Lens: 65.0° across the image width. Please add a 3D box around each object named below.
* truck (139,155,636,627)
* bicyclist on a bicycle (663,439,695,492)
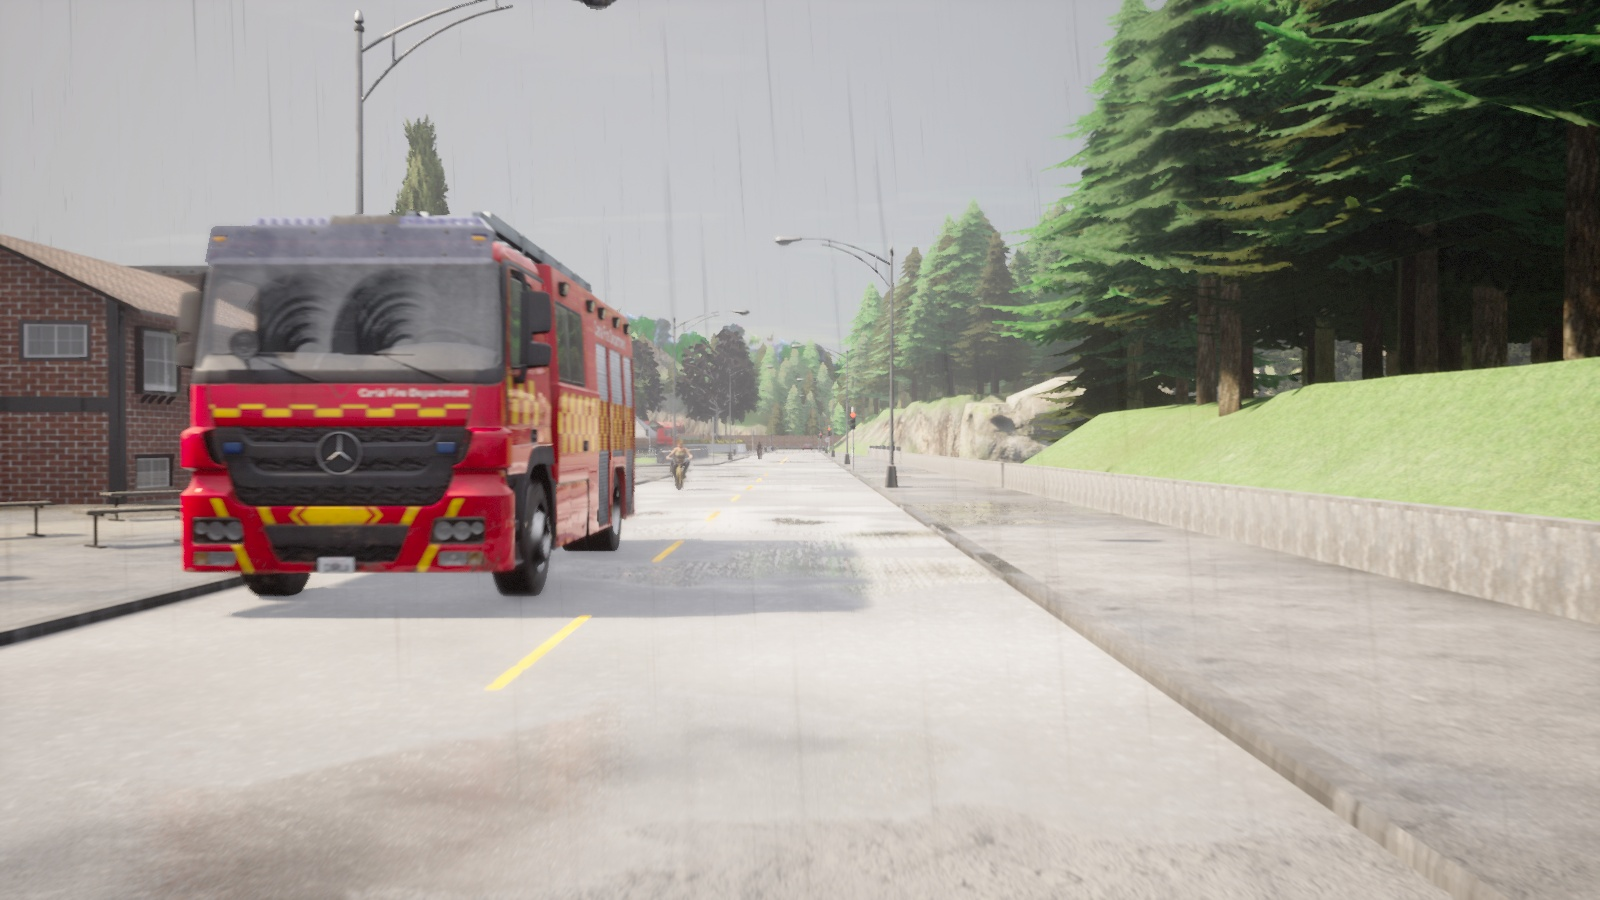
[{"bbox_3d":[-3.901,-0.503,14.436,2.891,3.827,8.468,0,0,0],"label":"truck"},{"bbox_3d":[-3.763,0.459,39.160,0.866,1.612,1.509,0,0,0],"label":"bicyclist on a bicycle"}]
